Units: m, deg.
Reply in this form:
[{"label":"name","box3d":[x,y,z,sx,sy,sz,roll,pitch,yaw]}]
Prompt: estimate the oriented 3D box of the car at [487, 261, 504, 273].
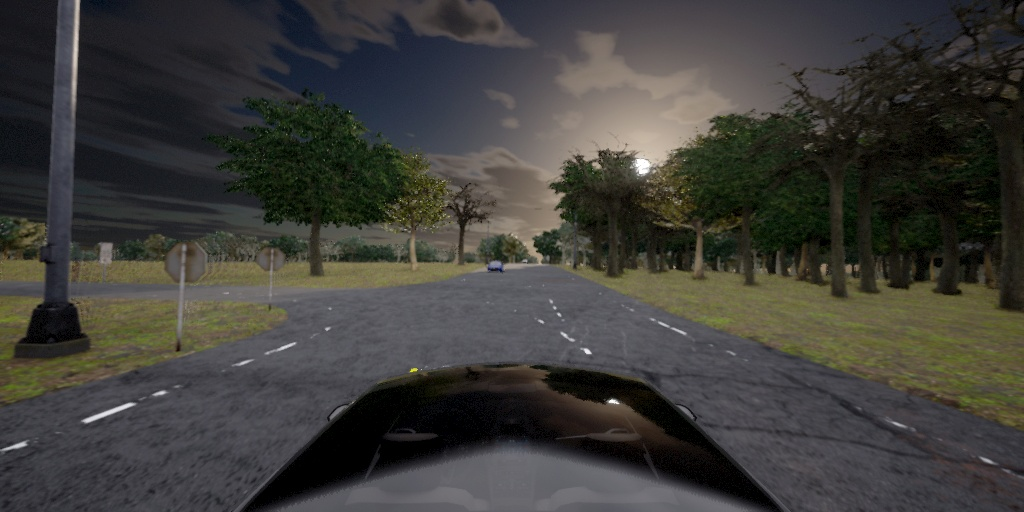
[{"label":"car","box3d":[-2.068,1.367,46.046,1.882,1.535,5.008,1,0,2]}]
